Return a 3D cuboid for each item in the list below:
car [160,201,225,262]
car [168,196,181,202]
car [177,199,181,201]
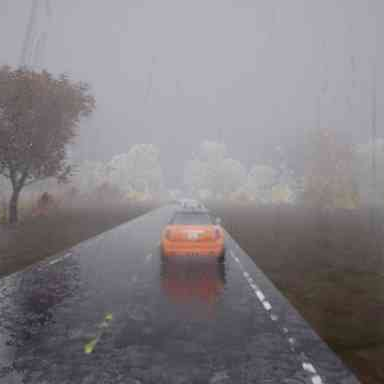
[{"bbox_3d":[0.043,1.392,12.503,2.097,1.767,4.553,0,0,1],"label":"car"},{"bbox_3d":[-3.056,1.507,58.930,2.097,1.767,4.553,0,0,1],"label":"car"},{"bbox_3d":[0.042,1.574,27.572,2.128,1.511,4.902,0,0,0],"label":"car"}]
